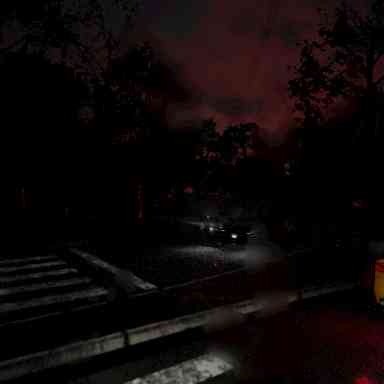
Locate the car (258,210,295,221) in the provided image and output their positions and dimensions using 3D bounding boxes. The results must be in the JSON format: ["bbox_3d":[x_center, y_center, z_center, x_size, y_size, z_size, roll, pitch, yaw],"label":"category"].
[{"bbox_3d":[13.151,3.708,51.589,5.357,1.411,2.033,4,-3,-25],"label":"car"}]

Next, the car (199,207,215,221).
[{"bbox_3d":[1.809,2.306,34.574,2.128,1.511,4.902,3,-2,6],"label":"car"}]

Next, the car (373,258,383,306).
[{"bbox_3d":[5.693,1.584,6.627,5.008,1.535,1.882,2,-1,-32],"label":"car"}]

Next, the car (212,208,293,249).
[{"bbox_3d":[2.980,1.629,15.310,1.837,1.490,4.892,3,-1,32],"label":"car"}]

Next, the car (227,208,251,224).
[{"bbox_3d":[5.115,2.541,35.690,2.128,1.511,4.902,2,-2,12],"label":"car"}]
